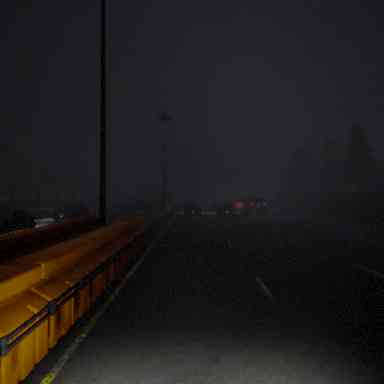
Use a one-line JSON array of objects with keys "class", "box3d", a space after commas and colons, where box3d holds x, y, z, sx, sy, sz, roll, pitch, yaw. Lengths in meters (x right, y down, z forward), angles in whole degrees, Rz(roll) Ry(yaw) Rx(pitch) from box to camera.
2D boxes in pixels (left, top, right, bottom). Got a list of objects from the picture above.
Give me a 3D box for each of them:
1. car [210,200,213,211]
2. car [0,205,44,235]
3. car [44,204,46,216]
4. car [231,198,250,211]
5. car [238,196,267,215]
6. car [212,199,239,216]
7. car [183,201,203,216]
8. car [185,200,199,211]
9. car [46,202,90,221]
[{"class": "car", "box3d": [3.502, 1.860, 47.140, 2.128, 1.511, 4.902, 0, 0, 0]}, {"class": "car", "box3d": [-10.598, 1.674, 19.018, 1.812, 1.442, 4.674, 0, 0, 0]}, {"class": "car", "box3d": [-14.034, 1.787, 33.645, 1.812, 1.442, 4.674, 0, 0, 1]}, {"class": "car", "box3d": [6.996, 1.731, 48.646, 2.097, 1.767, 4.553, 0, 0, 1]}, {"class": "car", "box3d": [7.087, 1.520, 38.264, 2.150, 2.045, 5.566, 0, 0, 0]}, {"class": "car", "box3d": [3.595, 1.788, 36.269, 1.837, 1.490, 4.892, 0, 0, 0]}, {"class": "car", "box3d": [0.096, 1.790, 36.554, 1.837, 1.490, 4.892, 0, 0, 0]}, {"class": "car", "box3d": [0.002, 1.932, 47.214, 1.994, 1.385, 4.181, 0, 0, 0]}, {"class": "car", "box3d": [-10.566, 1.720, 29.418, 2.128, 1.511, 4.902, 0, 0, 0]}]
